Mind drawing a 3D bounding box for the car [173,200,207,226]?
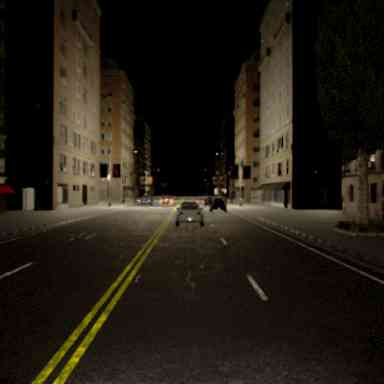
[{"bbox_3d":[-0.162,1.508,23.429,1.812,1.442,4.674,0,0,-1],"label":"car"}]

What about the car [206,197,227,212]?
[{"bbox_3d":[2.931,1.488,38.347,1.837,1.490,4.892,0,0,0],"label":"car"}]

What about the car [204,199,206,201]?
[{"bbox_3d":[2.719,1.496,49.228,1.812,1.442,4.674,0,0,-1],"label":"car"}]

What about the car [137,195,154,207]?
[{"bbox_3d":[-7.083,1.280,51.125,2.097,1.767,4.553,0,0,0],"label":"car"}]

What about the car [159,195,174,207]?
[{"bbox_3d":[-3.834,1.293,50.896,2.097,1.767,4.553,0,0,0],"label":"car"}]
